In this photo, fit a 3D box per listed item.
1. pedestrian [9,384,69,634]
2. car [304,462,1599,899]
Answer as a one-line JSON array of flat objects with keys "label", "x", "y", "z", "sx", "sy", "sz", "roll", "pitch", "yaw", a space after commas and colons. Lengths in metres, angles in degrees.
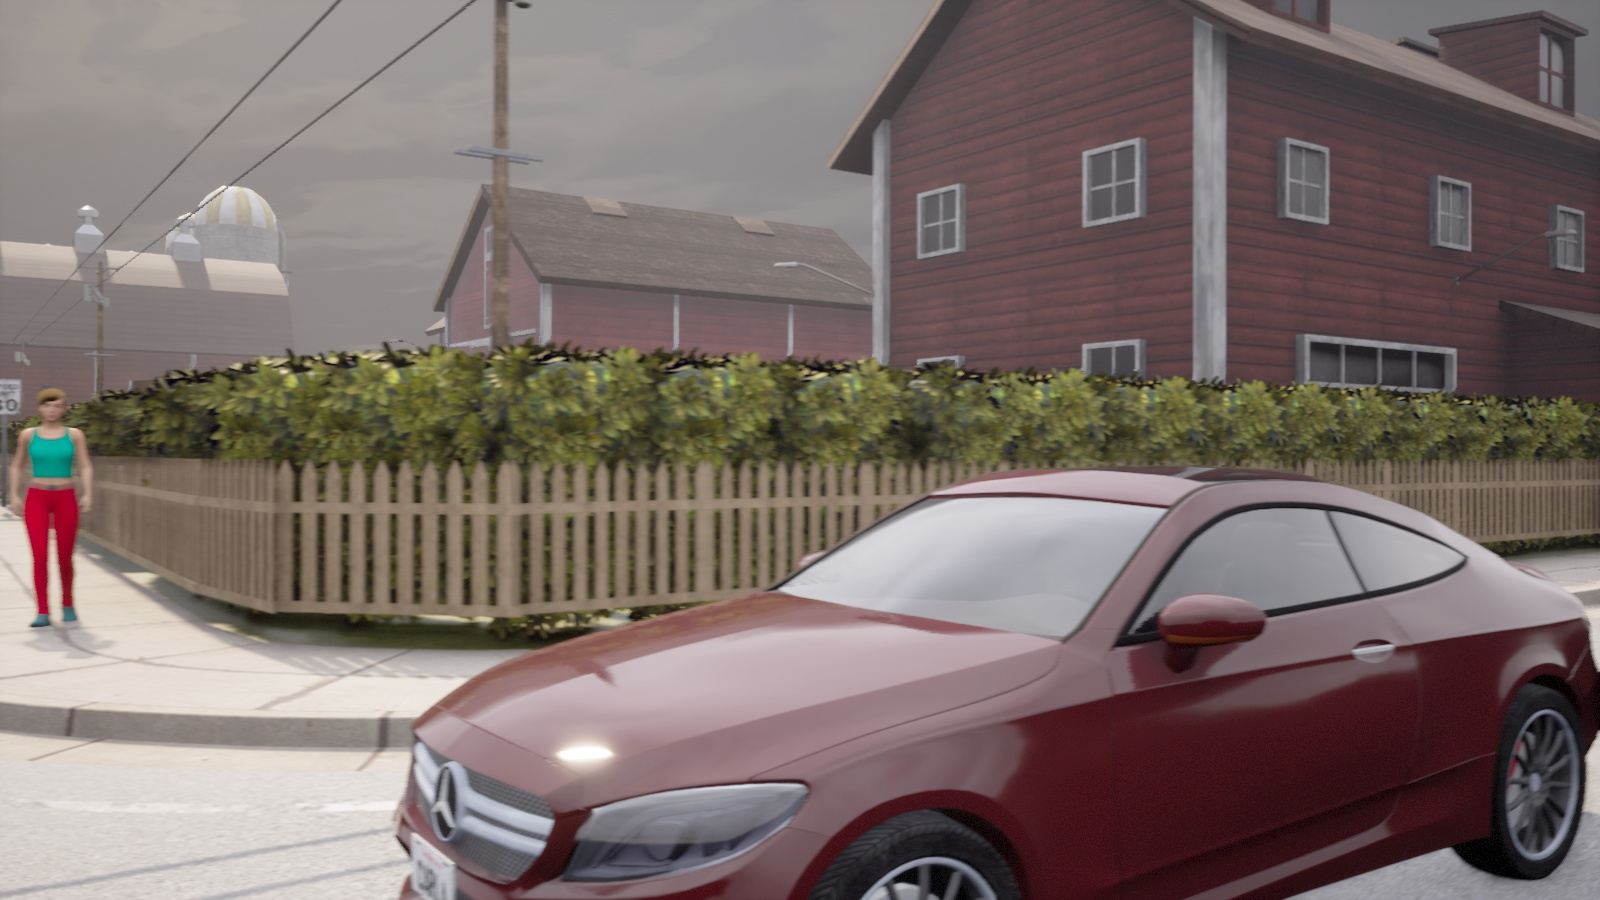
[{"label": "pedestrian", "x": -5.795, "y": 0.436, "z": 9.578, "sx": 0.345, "sy": 1.836, "sz": 0.594, "roll": 0, "pitch": 0, "yaw": -27}, {"label": "car", "x": 0.960, "y": 0.779, "z": 4.327, "sx": 4.674, "sy": 1.442, "sz": 1.812, "roll": 0, "pitch": 0, "yaw": -35}]
